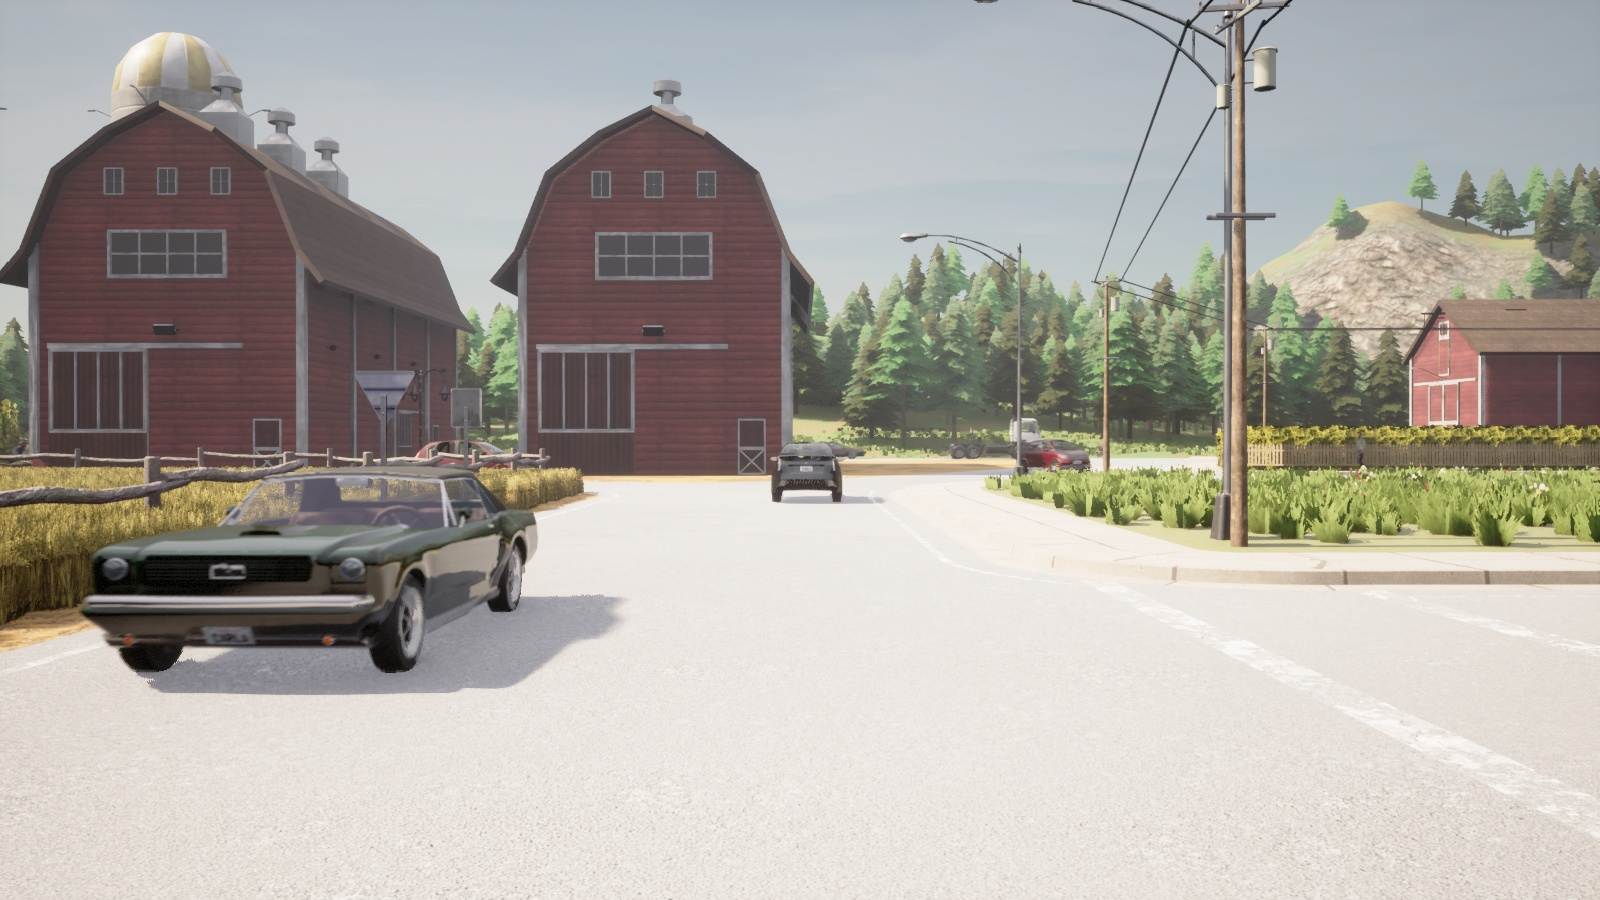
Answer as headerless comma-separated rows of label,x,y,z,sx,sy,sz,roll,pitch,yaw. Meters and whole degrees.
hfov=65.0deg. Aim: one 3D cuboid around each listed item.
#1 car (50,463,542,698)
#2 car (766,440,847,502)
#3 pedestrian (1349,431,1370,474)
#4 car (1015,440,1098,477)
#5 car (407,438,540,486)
car,-3.436,0.789,9.716,1.895,1.301,4.718,0,0,0
car,0.196,0.506,33.317,2.007,1.525,4.514,0,0,1
pedestrian,25.649,0.098,57.557,0.788,1.949,0.423,0,0,-7
car,11.273,0.337,55.389,1.789,1.549,3.705,-1,1,-23
car,-11.125,0.393,42.923,3.988,1.617,1.851,0,0,5
